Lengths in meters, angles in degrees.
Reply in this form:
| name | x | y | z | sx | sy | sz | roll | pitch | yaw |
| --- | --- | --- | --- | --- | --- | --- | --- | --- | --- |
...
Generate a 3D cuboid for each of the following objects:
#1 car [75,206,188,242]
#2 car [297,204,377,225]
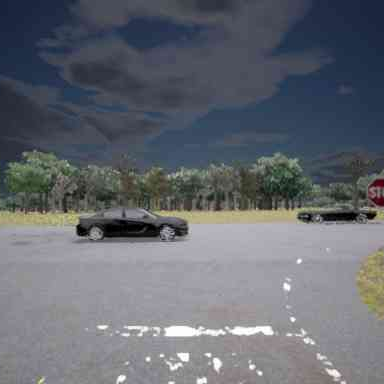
| name | x | y | z | sx | sy | sz | roll | pitch | yaw |
| --- | --- | --- | --- | --- | --- | --- | --- | --- | --- |
| car | -2.673 | 1.410 | 15.121 | 5.008 | 1.535 | 1.882 | -1 | -2 | 0 |
| car | 9.567 | 1.477 | 22.278 | 4.718 | 1.301 | 1.895 | -1 | -3 | -1 |
